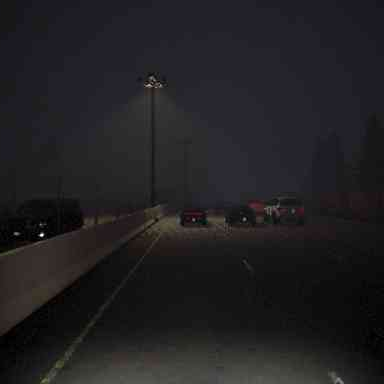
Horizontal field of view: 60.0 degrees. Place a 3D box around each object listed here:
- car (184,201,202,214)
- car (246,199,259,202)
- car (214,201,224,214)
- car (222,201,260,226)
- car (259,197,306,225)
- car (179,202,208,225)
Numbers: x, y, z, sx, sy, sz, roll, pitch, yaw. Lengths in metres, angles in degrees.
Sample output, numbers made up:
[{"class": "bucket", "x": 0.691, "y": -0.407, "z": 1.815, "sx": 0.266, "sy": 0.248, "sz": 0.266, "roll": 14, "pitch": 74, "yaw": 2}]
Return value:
[{"class": "car", "x": 0.137, "y": 1.828, "z": 39.347, "sx": 1.994, "sy": 1.385, "sz": 4.181, "roll": 0, "pitch": 0, "yaw": 1}, {"class": "car", "x": 7.110, "y": 1.614, "z": 39.327, "sx": 2.097, "sy": 1.767, "sz": 4.553, "roll": 0, "pitch": 0, "yaw": 2}, {"class": "car", "x": 3.627, "y": 1.753, "z": 39.065, "sx": 2.128, "sy": 1.511, "sz": 4.902, "roll": 0, "pitch": 0, "yaw": 1}, {"class": "car", "x": 3.613, "y": 1.673, "z": 25.308, "sx": 1.837, "sy": 1.490, "sz": 4.892, "roll": 0, "pitch": -1, "yaw": 0}, {"class": "car", "x": 7.107, "y": 1.396, "z": 26.052, "sx": 2.150, "sy": 2.045, "sz": 5.566, "roll": 0, "pitch": 0, "yaw": 0}, {"class": "car", "x": 0.114, "y": 1.677, "z": 25.484, "sx": 1.837, "sy": 1.490, "sz": 4.892, "roll": 0, "pitch": 0, "yaw": 0}]
